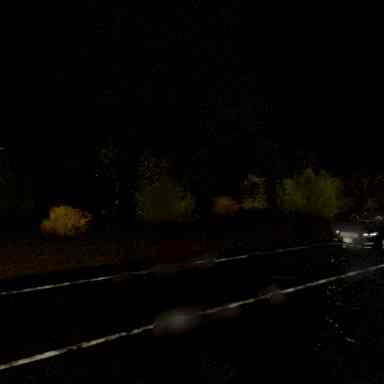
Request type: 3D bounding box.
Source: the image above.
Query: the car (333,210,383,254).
[{"bbox_3d":[7.721,1.490,13.415,4.902,1.511,2.128,0,0,-33],"label":"car"}]
